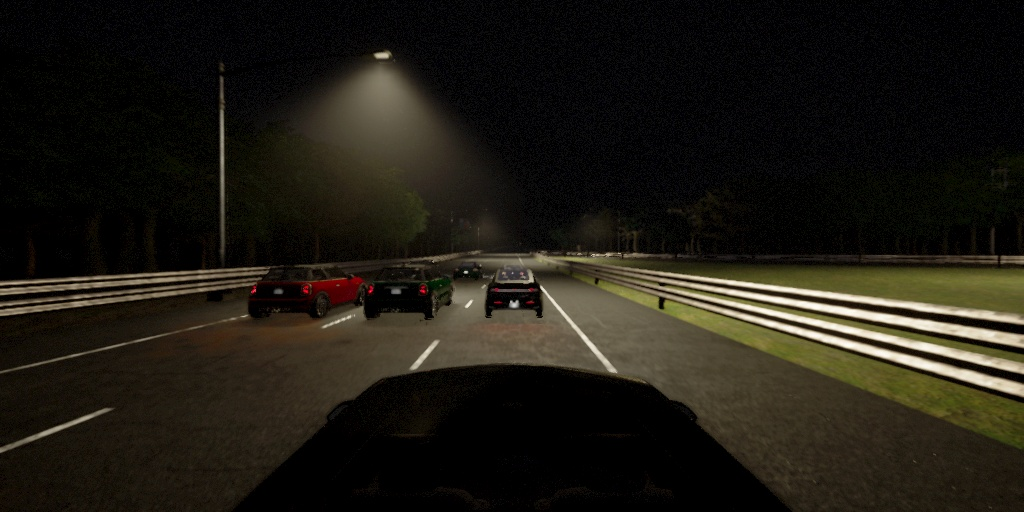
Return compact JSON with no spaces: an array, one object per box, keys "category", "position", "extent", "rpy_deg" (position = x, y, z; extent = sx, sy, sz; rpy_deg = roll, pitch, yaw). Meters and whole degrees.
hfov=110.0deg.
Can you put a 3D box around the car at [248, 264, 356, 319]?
[{"category":"car","position":[-6.922,1.066,12.773],"extent":[2.097,1.767,4.553],"rpy_deg":[0,0,0]}]

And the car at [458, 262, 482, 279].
[{"category":"car","position":[-3.408,1.137,28.587],"extent":[1.994,1.385,4.181],"rpy_deg":[0,1,0]}]

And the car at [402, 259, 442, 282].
[{"category":"car","position":[-6.911,1.085,28.112],"extent":[1.837,1.490,4.892],"rpy_deg":[0,1,0]}]

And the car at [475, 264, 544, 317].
[{"category":"car","position":[0.078,1.205,12.886],"extent":[2.128,1.511,4.902],"rpy_deg":[0,0,0]}]

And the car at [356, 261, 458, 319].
[{"category":"car","position":[-3.423,1.065,12.763],"extent":[2.097,1.767,4.553],"rpy_deg":[0,0,0]}]
